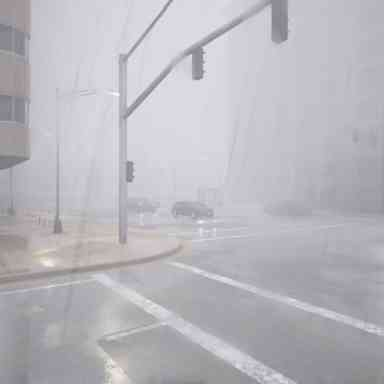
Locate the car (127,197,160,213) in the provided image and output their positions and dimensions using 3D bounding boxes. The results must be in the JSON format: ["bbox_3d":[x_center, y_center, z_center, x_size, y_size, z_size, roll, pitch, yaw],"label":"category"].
[{"bbox_3d":[-5.932,1.352,37.334,2.097,1.767,4.553,0,0,-37],"label":"car"}]

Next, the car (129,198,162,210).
[{"bbox_3d":[-6.205,1.547,43.963,2.033,1.411,5.357,0,0,-36],"label":"car"}]

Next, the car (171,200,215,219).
[{"bbox_3d":[-0.027,1.505,29.235,1.837,1.490,4.892,0,0,-36],"label":"car"}]

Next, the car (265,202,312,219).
[{"bbox_3d":[8.531,1.564,29.692,1.994,1.385,4.181,0,0,-36],"label":"car"}]
